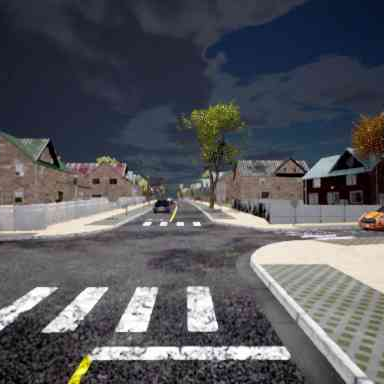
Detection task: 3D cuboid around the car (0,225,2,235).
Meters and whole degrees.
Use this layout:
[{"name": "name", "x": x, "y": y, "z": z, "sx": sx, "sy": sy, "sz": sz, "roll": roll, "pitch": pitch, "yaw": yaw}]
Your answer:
[{"name": "car", "x": -10.532, "y": 1.520, "z": 13.743, "sx": 4.674, "sy": 1.442, "sz": 1.812, "roll": 1, "pitch": -1, "yaw": -22}]

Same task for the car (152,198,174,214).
[{"name": "car", "x": -3.323, "y": 1.632, "z": 37.374, "sx": 1.812, "sy": 1.442, "sz": 4.674, "roll": 0, "pitch": 0, "yaw": -2}]

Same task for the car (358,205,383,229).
[{"name": "car", "x": 13.241, "y": 1.591, "z": 21.813, "sx": 4.553, "sy": 1.767, "sz": 2.097, "roll": 1, "pitch": -3, "yaw": -18}]
